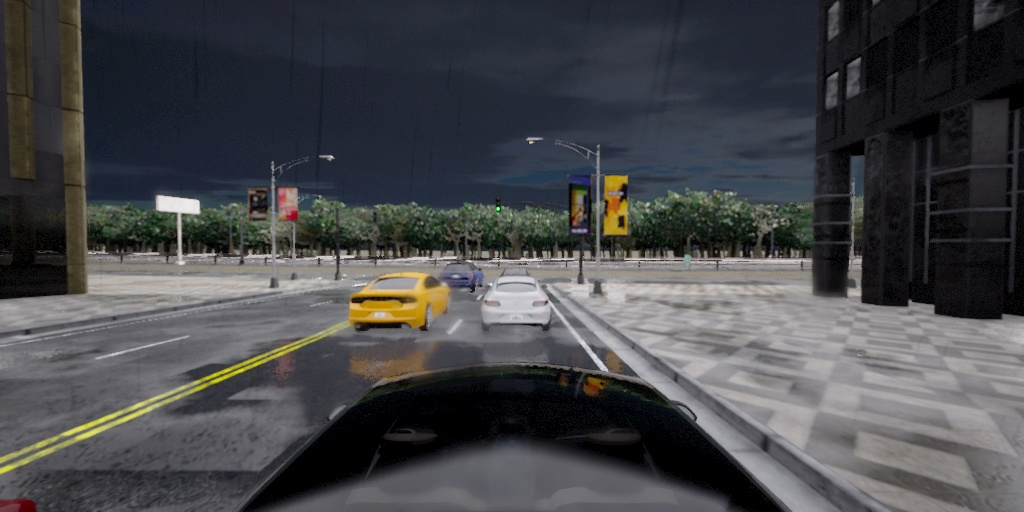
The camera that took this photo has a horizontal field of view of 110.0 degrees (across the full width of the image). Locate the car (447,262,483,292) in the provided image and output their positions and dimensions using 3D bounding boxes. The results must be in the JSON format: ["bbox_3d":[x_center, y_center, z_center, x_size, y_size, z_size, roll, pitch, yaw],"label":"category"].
[{"bbox_3d":[-2.967,1.146,21.938,2.097,1.767,4.553,0,0,3],"label":"car"}]

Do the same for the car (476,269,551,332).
[{"bbox_3d":[0.120,1.295,10.853,1.812,1.442,4.674,0,0,0],"label":"car"}]

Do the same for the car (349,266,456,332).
[{"bbox_3d":[-3.135,1.248,10.988,1.882,1.535,5.008,0,0,0],"label":"car"}]
